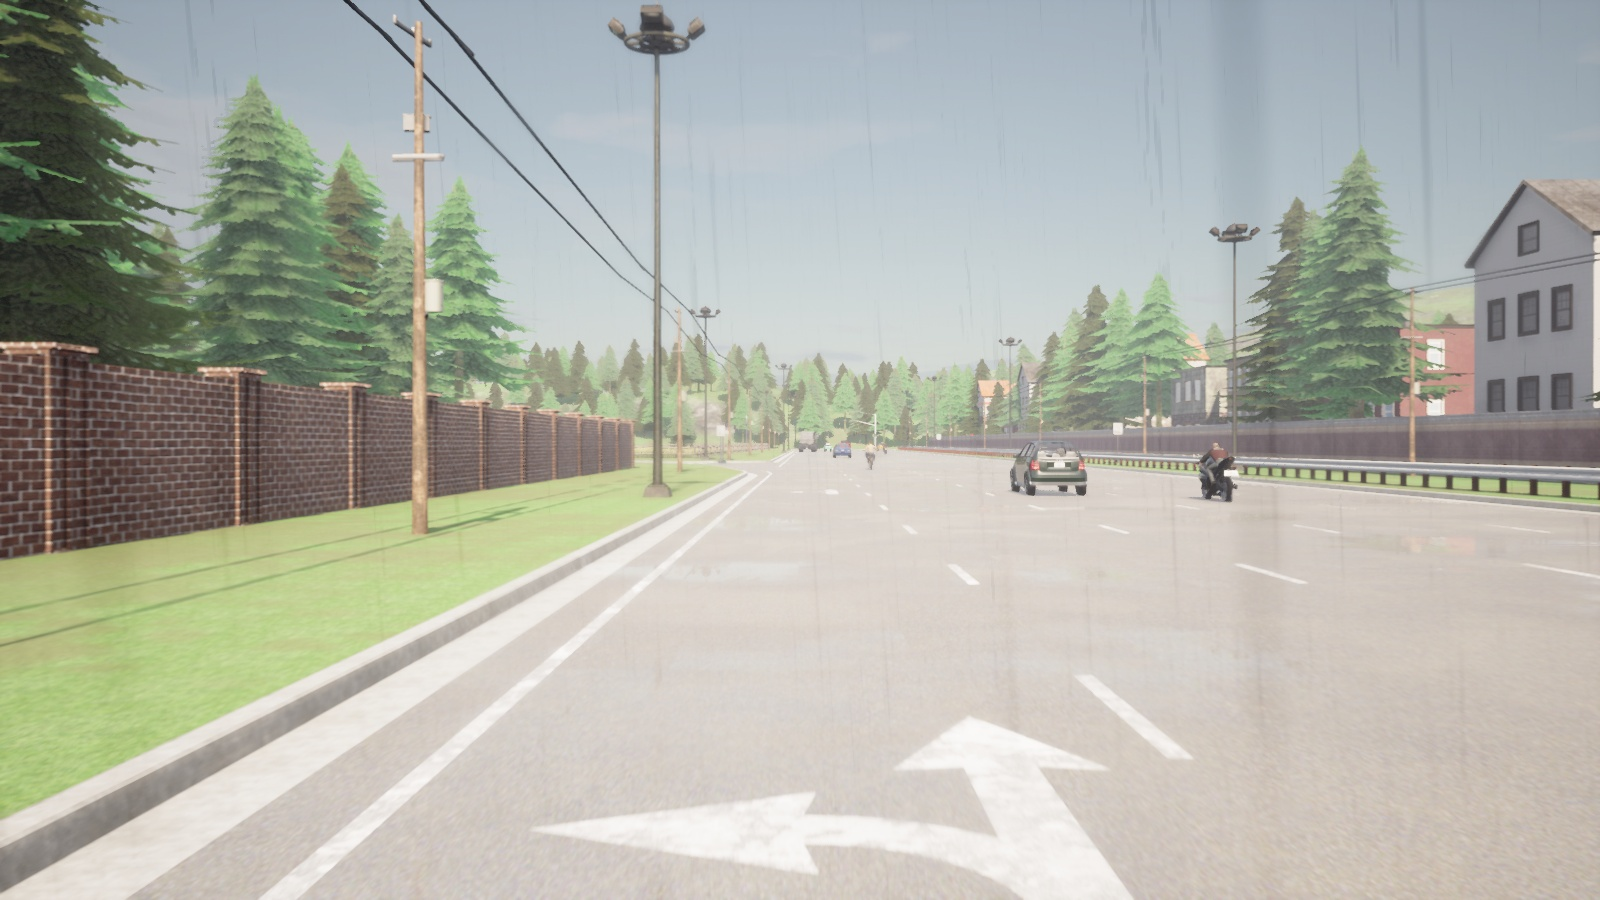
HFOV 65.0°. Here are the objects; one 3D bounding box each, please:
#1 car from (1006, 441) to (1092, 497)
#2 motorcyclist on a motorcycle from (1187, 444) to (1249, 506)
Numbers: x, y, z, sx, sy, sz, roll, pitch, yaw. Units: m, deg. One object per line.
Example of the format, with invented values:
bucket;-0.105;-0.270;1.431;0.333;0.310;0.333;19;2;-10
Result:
car;7.225;0.524;36.747;1.789;1.549;3.705;0;0;0
motorcyclist on a motorcycle;10.700;0.608;32.246;0.866;1.530;2.191;0;0;0
